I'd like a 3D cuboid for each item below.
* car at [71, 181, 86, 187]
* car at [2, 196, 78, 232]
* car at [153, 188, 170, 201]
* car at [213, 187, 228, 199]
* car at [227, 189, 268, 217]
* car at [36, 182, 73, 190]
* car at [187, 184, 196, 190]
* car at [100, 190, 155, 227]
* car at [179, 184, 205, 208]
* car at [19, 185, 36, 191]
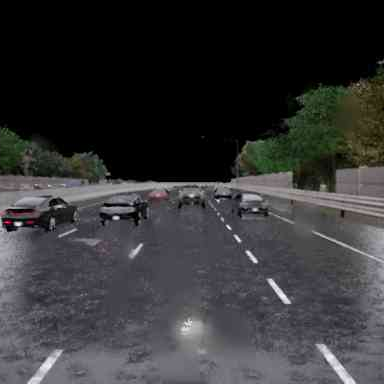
[{"bbox_3d":[-21.070,-1.031,60.495,2.150,2.045,5.566,0,2,0],"label":"car"},{"bbox_3d":[-6.912,0.929,15.674,1.837,1.490,4.892,0,2,0],"label":"car"},{"bbox_3d":[-3.429,0.201,35.685,1.994,1.385,4.181,0,2,0],"label":"car"},{"bbox_3d":[3.568,0.071,38.897,1.994,1.385,4.181,0,2,0],"label":"car"},{"bbox_3d":[3.585,0.738,21.176,1.812,1.442,4.674,0,2,0],"label":"car"},{"bbox_3d":[-17.612,-0.151,42.870,2.128,1.511,4.902,0,2,0],"label":"car"},{"bbox_3d":[-0.063,-1.126,75.255,2.033,1.411,5.357,0,1,0],"label":"car"},{"bbox_3d":[-3.414,0.850,17.375,2.128,1.511,4.902,0,2,0],"label":"car"},{"bbox_3d":[-0.022,0.296,28.017,2.097,1.767,4.553,0,2,0],"label":"car"},{"bbox_3d":[-24.597,-0.368,50.772,1.994,1.385,4.181,0,2,0],"label":"car"}]
